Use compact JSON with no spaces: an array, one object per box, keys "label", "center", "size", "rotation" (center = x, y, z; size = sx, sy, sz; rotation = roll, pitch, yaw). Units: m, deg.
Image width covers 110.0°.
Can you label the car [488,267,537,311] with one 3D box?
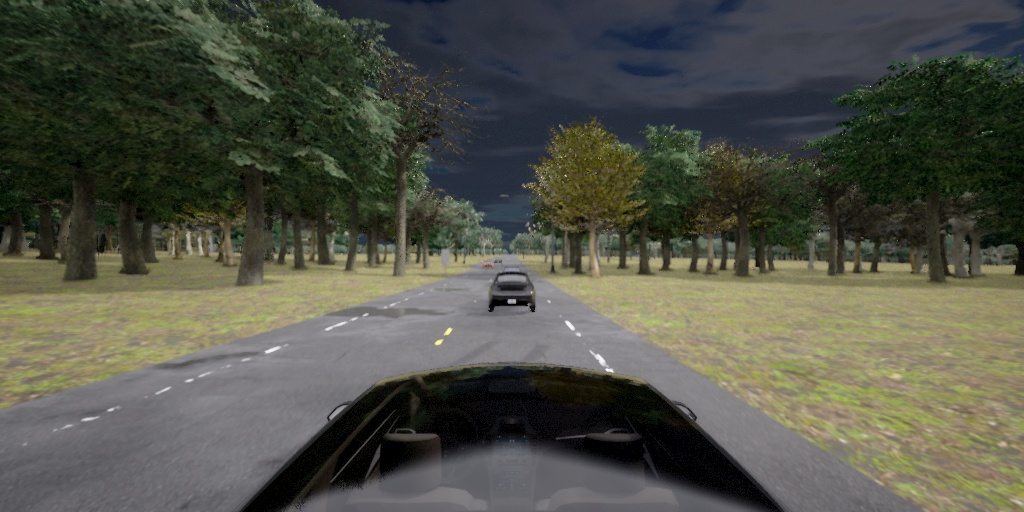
[{"label":"car","center":[0.019,1.398,15.354],"size":[1.837,1.490,4.892],"rotation":[0,0,0]}]

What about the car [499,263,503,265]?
[{"label":"car","center":[0.007,1.568,29.381],"size":[2.033,1.411,5.357],"rotation":[0,0,0]}]
